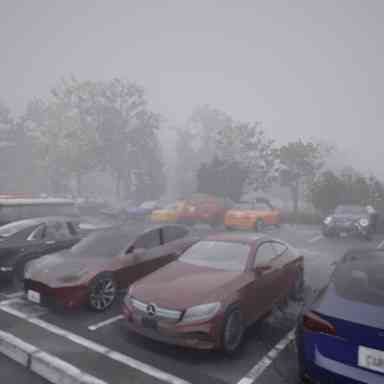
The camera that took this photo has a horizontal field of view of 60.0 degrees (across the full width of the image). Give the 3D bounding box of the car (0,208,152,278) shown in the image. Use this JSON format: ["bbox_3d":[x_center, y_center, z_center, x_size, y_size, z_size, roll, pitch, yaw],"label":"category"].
[{"bbox_3d":[-3.756,1.473,9.713,2.231,1.521,4.892,1,0,36],"label":"car"}]

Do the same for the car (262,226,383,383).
[{"bbox_3d":[3.049,1.562,4.875,2.163,1.488,4.792,1,0,36],"label":"car"}]

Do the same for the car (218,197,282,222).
[{"bbox_3d":[3.852,1.346,20.322,2.185,1.767,4.553,1,0,36],"label":"car"}]

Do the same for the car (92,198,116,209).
[{"bbox_3d":[-5.199,1.420,26.818,2.163,1.488,4.792,1,0,36],"label":"car"}]

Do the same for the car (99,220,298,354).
[{"bbox_3d":[0.772,1.552,6.475,2.002,1.452,4.674,1,0,36],"label":"car"}]

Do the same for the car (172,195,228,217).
[{"bbox_3d":[1.524,1.199,22.066,2.435,2.045,5.566,1,0,36],"label":"car"}]

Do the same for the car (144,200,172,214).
[{"bbox_3d":[-0.648,1.427,23.818,1.946,1.575,5.366,1,0,36],"label":"car"}]

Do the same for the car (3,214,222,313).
[{"bbox_3d":[-1.507,1.522,8.072,2.163,1.488,4.792,1,0,36],"label":"car"}]

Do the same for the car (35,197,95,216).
[{"bbox_3d":[-11.965,1.327,31.718,2.231,1.521,4.892,1,0,36],"label":"car"}]

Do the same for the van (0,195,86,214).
[{"bbox_3d":[-6.180,1.225,11.318,1.878,1.987,4.442,1,0,36],"label":"van"}]

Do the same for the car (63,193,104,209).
[{"bbox_3d":[-9.686,1.222,30.114,2.185,1.767,4.553,1,0,36],"label":"car"}]

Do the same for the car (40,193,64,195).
[{"bbox_3d":[-8.289,1.180,12.939,2.435,2.045,5.566,1,0,36],"label":"car"}]

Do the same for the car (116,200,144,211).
[{"bbox_3d":[-2.914,1.411,25.222,2.097,1.535,5.008,1,0,36],"label":"car"}]

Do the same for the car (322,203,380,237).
[{"bbox_3d":[8.313,1.386,17.199,2.185,1.767,4.553,1,0,36],"label":"car"}]
